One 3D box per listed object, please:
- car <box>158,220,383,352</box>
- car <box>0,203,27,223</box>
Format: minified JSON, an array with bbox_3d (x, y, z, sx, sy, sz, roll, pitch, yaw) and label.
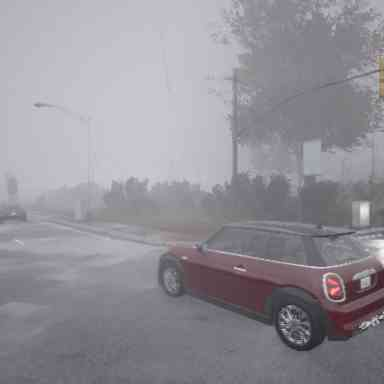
[{"bbox_3d":[1.235,1.351,6.568,2.097,1.767,4.553,0,0,-39],"label":"car"},{"bbox_3d":[-14.357,1.569,26.021,1.994,1.385,4.181,0,0,-39],"label":"car"}]
